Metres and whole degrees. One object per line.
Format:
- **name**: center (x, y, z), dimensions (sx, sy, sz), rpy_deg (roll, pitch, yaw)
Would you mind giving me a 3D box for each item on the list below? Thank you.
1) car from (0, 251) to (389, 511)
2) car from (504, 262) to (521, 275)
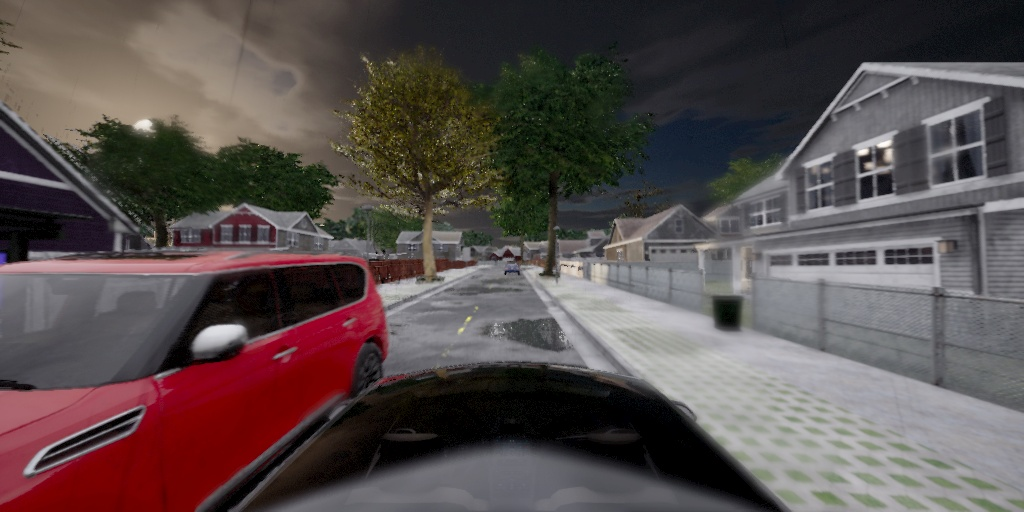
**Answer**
- **car**: center (-2.834, 0.972, 2.956), dimensions (2.150, 2.045, 5.566), rpy_deg (0, 0, 0)
- **car**: center (0.038, 1.408, 41.345), dimensions (2.033, 1.411, 5.357), rpy_deg (0, 0, 1)
